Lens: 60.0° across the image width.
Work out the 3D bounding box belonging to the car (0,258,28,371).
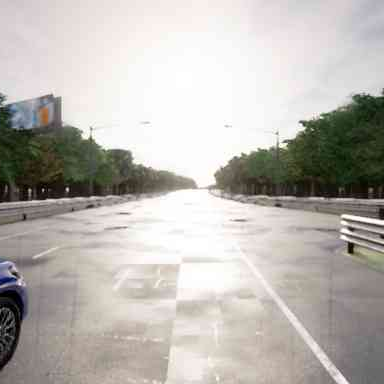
[{"bbox_3d":[-3.400,1.205,2.359,2.150,2.045,5.566,0,0,0],"label":"car"}]
